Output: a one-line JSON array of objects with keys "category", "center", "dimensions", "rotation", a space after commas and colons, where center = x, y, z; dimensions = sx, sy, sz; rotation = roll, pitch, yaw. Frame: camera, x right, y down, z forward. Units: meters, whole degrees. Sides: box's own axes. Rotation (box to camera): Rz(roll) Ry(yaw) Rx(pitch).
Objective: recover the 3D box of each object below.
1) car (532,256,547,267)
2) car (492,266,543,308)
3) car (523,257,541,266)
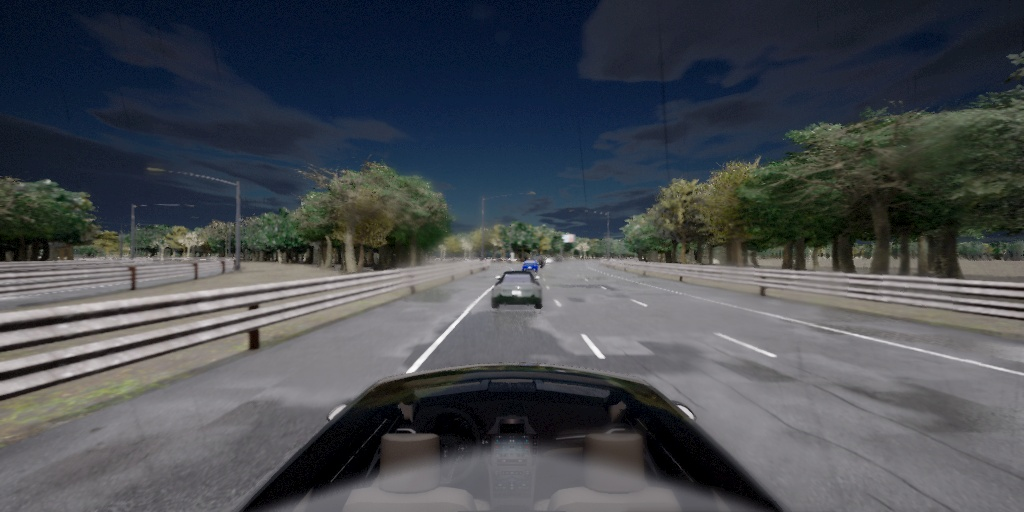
[{"category": "car", "center": [4.447, 0.978, 61.797], "dimensions": [2.150, 2.045, 5.566], "rotation": [0, 0, 9]}, {"category": "car", "center": [0.253, 1.314, 15.221], "dimensions": [1.994, 1.385, 4.181], "rotation": [0, 0, 2]}, {"category": "car", "center": [2.409, 1.230, 45.749], "dimensions": [1.882, 1.535, 5.008], "rotation": [0, 0, 6]}]
